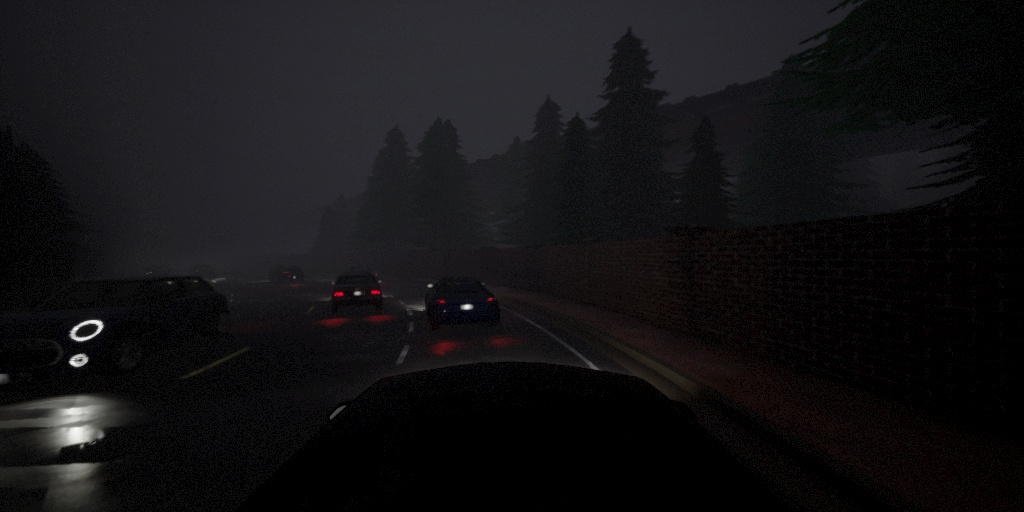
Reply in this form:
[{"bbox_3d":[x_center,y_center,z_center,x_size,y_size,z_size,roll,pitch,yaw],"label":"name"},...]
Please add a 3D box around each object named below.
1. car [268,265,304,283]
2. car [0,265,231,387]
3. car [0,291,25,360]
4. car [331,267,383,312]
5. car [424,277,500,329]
[{"bbox_3d":[-19.745,1.518,31.295,4.892,1.490,1.837,-1,0,44],"label":"car"},{"bbox_3d":[-7.997,1.200,7.359,2.097,1.767,4.553,-1,0,-14],"label":"car"},{"bbox_3d":[-11.139,1.445,5.539,1.994,1.385,4.181,-1,0,-11],"label":"car"},{"bbox_3d":[-6.500,1.389,15.033,2.033,1.411,5.357,-1,0,-24],"label":"car"},{"bbox_3d":[-1.725,1.346,11.541,1.994,1.385,4.181,-1,0,-15],"label":"car"}]
